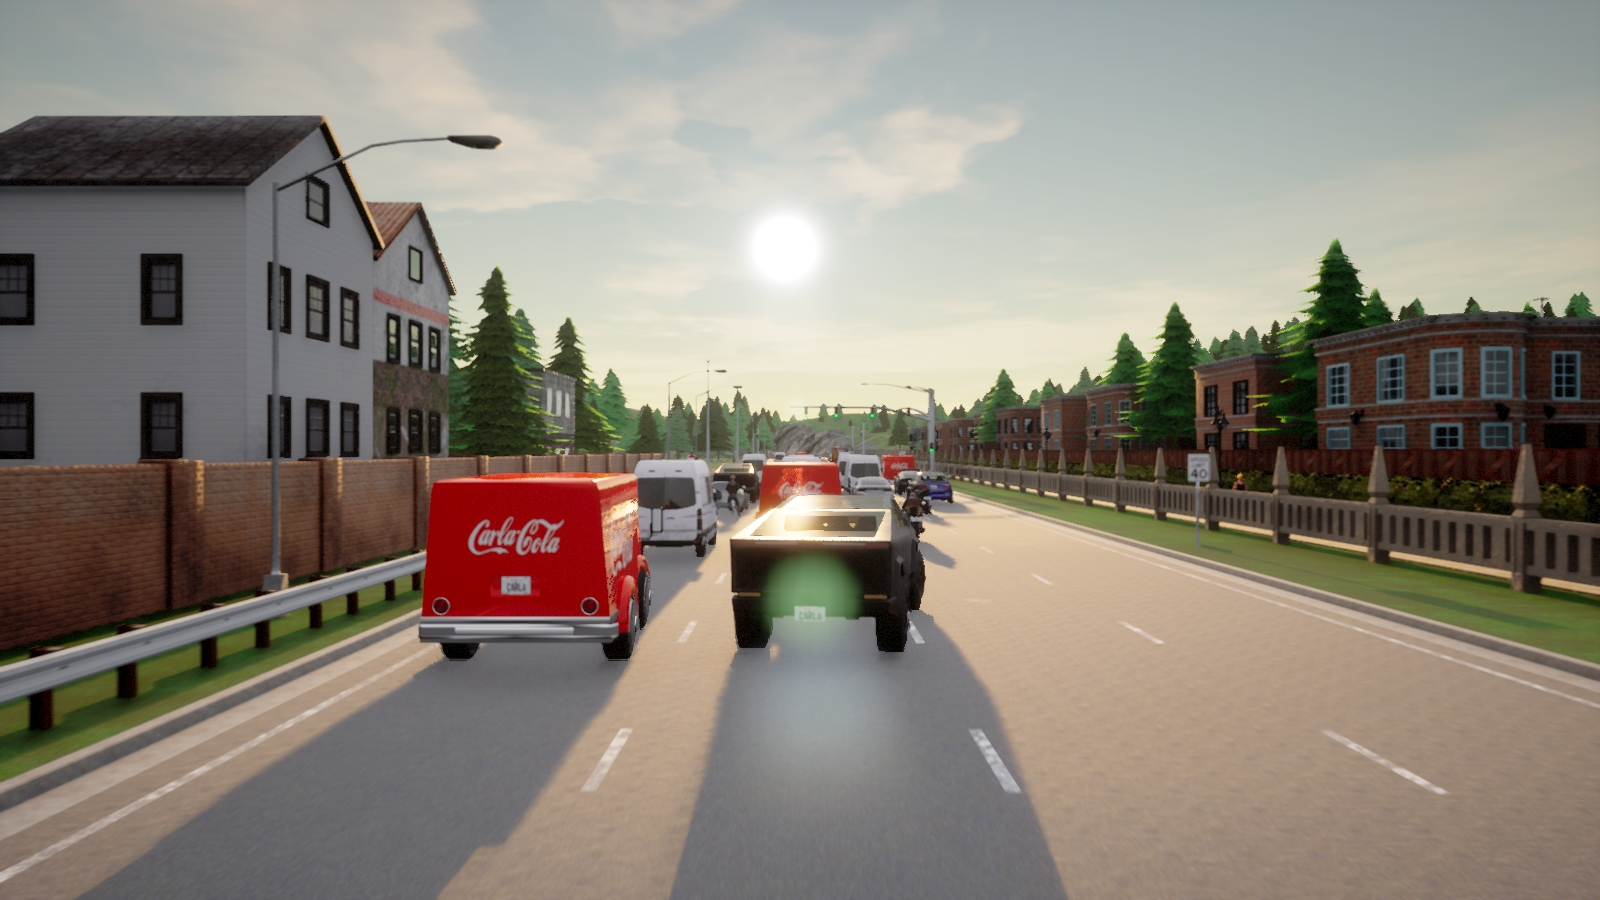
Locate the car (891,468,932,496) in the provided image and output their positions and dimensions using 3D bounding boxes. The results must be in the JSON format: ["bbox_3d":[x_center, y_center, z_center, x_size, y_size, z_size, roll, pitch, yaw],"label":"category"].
[{"bbox_3d":[7.060,2.024,72.679,2.097,1.638,5.238,0,0,0],"label":"car"}]

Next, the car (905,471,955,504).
[{"bbox_3d":[7.050,2.005,62.337,2.242,1.667,4.611,0,0,0],"label":"car"}]

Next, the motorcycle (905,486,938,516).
[{"bbox_3d":[5.330,2.234,50.344,0.867,1.251,2.209,0,0,-10],"label":"motorcycle"}]

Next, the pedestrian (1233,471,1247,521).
[{"bbox_3d":[16.434,1.726,42.701,0.375,1.860,0.375,0,0,0],"label":"pedestrian"}]

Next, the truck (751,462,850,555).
[{"bbox_3d":[0.026,1.580,32.937,2.627,2.467,5.204,0,-1,0],"label":"truck"}]

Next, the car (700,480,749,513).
[{"bbox_3d":[-3.507,2.149,53.464,1.994,1.385,4.181,0,0,0],"label":"car"}]

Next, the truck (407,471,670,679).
[{"bbox_3d":[-3.487,1.573,16.552,2.627,2.467,5.204,0,0,0],"label":"truck"}]

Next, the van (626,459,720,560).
[{"bbox_3d":[-3.478,1.553,32.315,1.988,2.561,5.915,0,0,0],"label":"van"}]

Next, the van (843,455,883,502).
[{"bbox_3d":[3.581,1.573,66.075,1.988,2.561,5.915,0,0,0],"label":"van"}]

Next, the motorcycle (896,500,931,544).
[{"bbox_3d":[3.534,2.226,35.691,0.867,1.251,2.209,0,0,0],"label":"motorcycle"}]

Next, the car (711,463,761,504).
[{"bbox_3d":[-3.448,1.789,62.653,2.390,2.098,6.274,0,0,0],"label":"car"}]

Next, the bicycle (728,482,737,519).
[{"bbox_3d":[-2.837,2.088,47.894,0.329,1.471,1.835,0,0,-5],"label":"bicycle"}]

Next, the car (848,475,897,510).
[{"bbox_3d":[3.547,2.067,56.587,2.097,1.535,5.006,0,0,0],"label":"car"}]

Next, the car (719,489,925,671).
[{"bbox_3d":[0.603,1.764,17.801,2.390,2.098,6.274,0,0,9],"label":"car"}]
